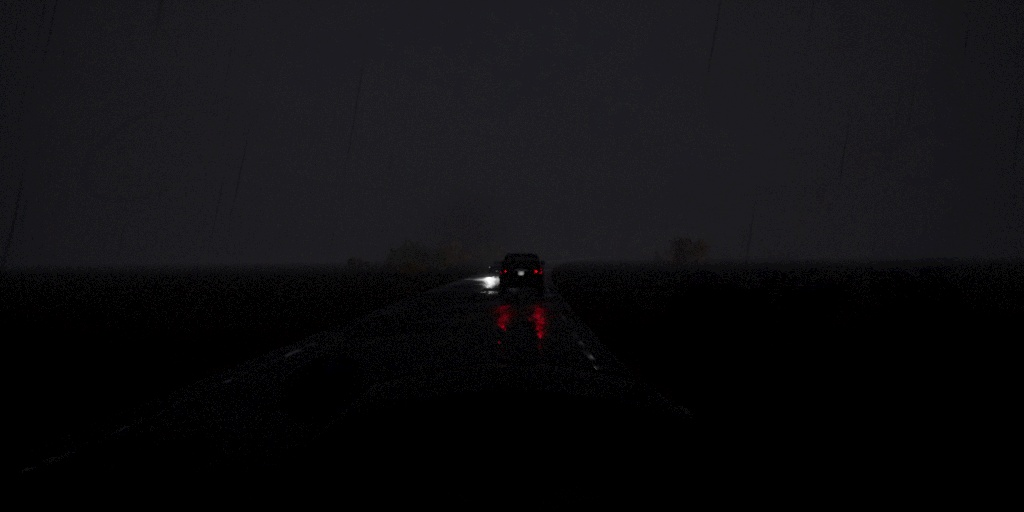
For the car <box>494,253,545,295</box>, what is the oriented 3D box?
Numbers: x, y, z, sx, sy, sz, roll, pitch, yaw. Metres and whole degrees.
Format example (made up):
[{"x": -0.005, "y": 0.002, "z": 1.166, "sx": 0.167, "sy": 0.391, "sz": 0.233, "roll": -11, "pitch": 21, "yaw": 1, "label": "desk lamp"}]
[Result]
[{"x": 0.556, "y": 0.844, "z": 18.918, "sx": 2.150, "sy": 2.045, "sz": 5.566, "roll": 0, "pitch": 1, "yaw": 3, "label": "car"}]

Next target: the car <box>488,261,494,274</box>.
[{"x": -1.180, "y": 1.099, "z": 36.184, "sx": 1.895, "sy": 1.301, "sz": 4.718, "roll": 0, "pitch": 0, "yaw": 7, "label": "car"}]
